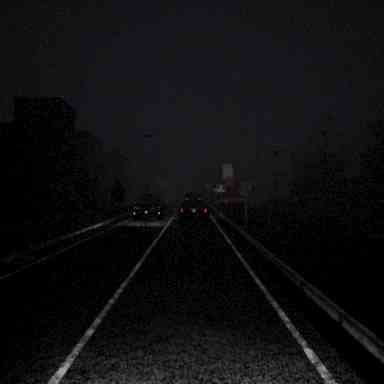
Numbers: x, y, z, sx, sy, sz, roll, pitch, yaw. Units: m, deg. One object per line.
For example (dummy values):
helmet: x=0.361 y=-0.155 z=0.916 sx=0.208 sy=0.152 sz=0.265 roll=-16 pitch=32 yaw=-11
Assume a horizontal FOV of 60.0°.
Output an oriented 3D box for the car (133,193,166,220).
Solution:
car: x=-3.324 y=1.100 z=26.974 sx=2.150 sy=2.045 sz=5.566 roll=0 pitch=0 yaw=0

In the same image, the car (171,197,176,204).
car: x=-3.270 y=1.742 z=68.367 sx=1.837 sy=1.490 sz=4.892 roll=0 pitch=-2 yaw=0

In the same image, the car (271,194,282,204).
car: x=18.491 y=1.287 z=62.531 sx=5.566 sy=2.045 sz=2.435 roll=0 pitch=-1 yaw=-1

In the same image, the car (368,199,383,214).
car: x=18.715 y=1.351 z=30.562 sx=4.674 sy=1.452 sz=2.002 roll=0 pitch=0 yaw=0

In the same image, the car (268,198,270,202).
car: x=18.427 y=1.422 z=67.992 sx=5.566 sy=2.045 sz=2.435 roll=0 pitch=-1 yaw=-1

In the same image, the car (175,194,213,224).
car: x=0.123 y=1.246 z=23.743 sx=2.097 sy=1.767 sz=4.553 roll=0 pitch=0 yaw=0

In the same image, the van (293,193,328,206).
van: x=18.481 y=1.132 z=51.358 sx=4.442 sy=1.987 sz=1.878 roll=0 pitch=-1 yaw=0

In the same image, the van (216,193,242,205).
van: x=6.400 y=1.222 z=57.876 sx=4.442 sy=1.987 sz=1.878 roll=0 pitch=-1 yaw=0

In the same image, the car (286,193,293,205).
car: x=18.763 y=1.390 z=54.151 sx=5.366 sy=1.575 sz=1.946 roll=0 pitch=-1 yaw=0

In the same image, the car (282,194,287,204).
car: x=18.745 y=1.429 z=56.812 sx=5.366 sy=1.575 sz=1.946 roll=0 pitch=-1 yaw=0

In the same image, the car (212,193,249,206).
car: x=6.141 y=1.358 z=51.916 sx=5.366 sy=1.575 sz=1.946 roll=0 pitch=-1 yaw=0

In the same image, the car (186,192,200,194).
car: x=0.125 y=1.040 z=41.491 sx=2.150 sy=2.045 sz=5.566 roll=0 pitch=0 yaw=0

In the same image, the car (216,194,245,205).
car: x=6.336 y=1.272 z=54.837 sx=4.553 sy=1.767 sz=2.185 roll=0 pitch=-1 yaw=0

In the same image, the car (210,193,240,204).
car: x=6.261 y=1.319 z=64.067 sx=5.566 sy=2.045 sz=2.435 roll=0 pitch=-1 yaw=-1
